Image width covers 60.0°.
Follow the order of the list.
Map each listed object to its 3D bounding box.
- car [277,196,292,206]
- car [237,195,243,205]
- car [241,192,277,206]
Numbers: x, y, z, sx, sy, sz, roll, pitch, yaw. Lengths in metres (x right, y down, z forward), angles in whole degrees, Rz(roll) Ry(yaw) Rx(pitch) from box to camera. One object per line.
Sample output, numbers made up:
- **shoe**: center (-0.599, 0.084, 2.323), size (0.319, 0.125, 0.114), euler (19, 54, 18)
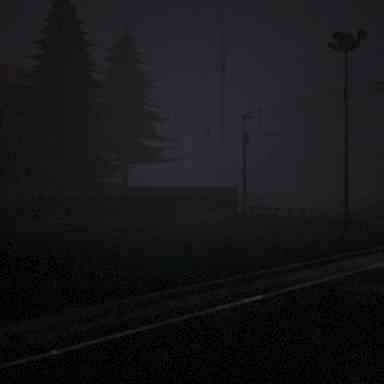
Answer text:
- **car**: center (12.861, 1.318, 50.731), size (1.882, 1.535, 5.008), euler (0, 0, -36)
- **car**: center (4.091, 1.430, 44.921), size (2.033, 1.411, 5.357), euler (0, 0, -36)
- **car**: center (9.421, 1.075, 49.504), size (2.150, 2.045, 5.566), euler (0, 0, -36)
